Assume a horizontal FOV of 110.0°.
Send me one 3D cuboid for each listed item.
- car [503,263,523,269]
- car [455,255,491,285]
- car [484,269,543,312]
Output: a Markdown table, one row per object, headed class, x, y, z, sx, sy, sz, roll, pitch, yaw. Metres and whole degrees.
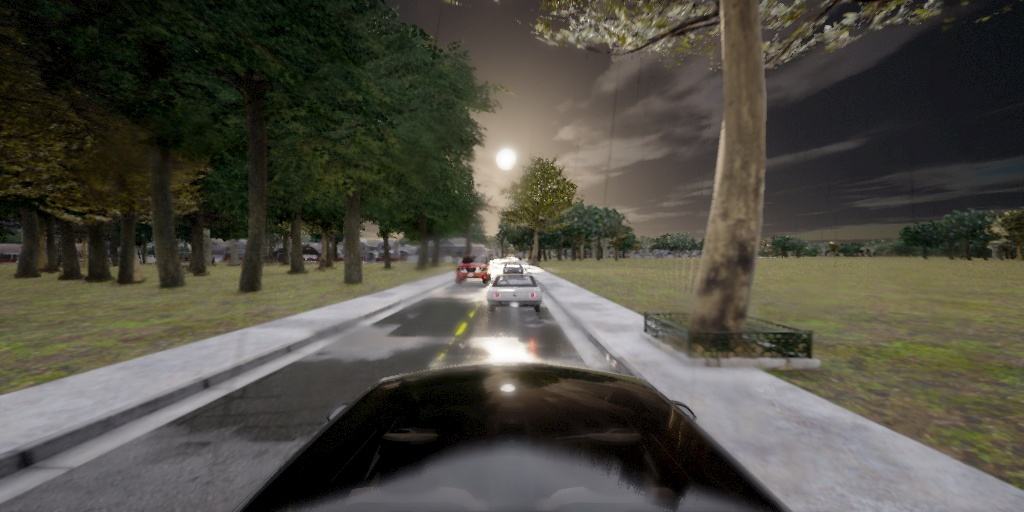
| class | x | y | z | sx | sy | sz | roll | pitch | yaw |
| --- | --- | --- | --- | --- | --- | --- | --- | --- | --- |
| car | 0.103 | 1.348 | 33.929 | 1.895 | 1.301 | 4.718 | 0 | 0 | 0 |
| car | -2.747 | 0.916 | 26.789 | 2.150 | 2.045 | 5.566 | 0 | 0 | 0 |
| car | 0.103 | 1.350 | 14.251 | 1.895 | 1.301 | 4.718 | 0 | 0 | 0 |
